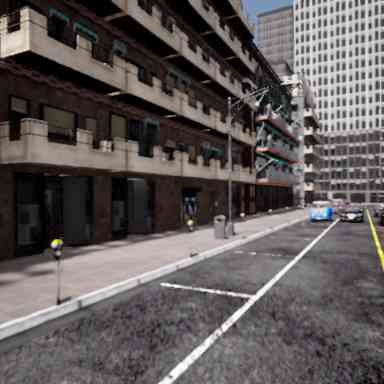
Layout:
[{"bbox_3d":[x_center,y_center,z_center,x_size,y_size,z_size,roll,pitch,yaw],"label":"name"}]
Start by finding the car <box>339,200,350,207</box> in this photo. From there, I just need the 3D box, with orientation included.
[{"bbox_3d":[31.968,2.455,69.718,1.887,1.381,4.507,-1,-1,27],"label":"car"}]

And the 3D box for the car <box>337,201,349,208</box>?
[{"bbox_3d":[29.439,2.413,64.779,1.947,1.339,4.313,-1,-1,27],"label":"car"}]

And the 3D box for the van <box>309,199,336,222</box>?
[{"bbox_3d":[11.734,1.741,30.211,1.690,1.788,3.998,-1,-1,27],"label":"van"}]

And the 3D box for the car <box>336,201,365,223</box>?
[{"bbox_3d":[14.277,1.884,29.686,2.128,1.511,4.902,0,-1,27],"label":"car"}]

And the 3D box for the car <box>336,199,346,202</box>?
[{"bbox_3d":[19.322,2.033,45.025,1.967,1.590,4.097,-1,-1,27],"label":"car"}]

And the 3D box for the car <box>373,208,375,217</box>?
[{"bbox_3d":[20.946,2.079,36.392,1.895,1.301,4.718,0,-1,28],"label":"car"}]

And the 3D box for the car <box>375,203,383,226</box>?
[{"bbox_3d":[15.816,1.872,26.342,1.812,1.442,4.674,0,-1,28],"label":"car"}]
